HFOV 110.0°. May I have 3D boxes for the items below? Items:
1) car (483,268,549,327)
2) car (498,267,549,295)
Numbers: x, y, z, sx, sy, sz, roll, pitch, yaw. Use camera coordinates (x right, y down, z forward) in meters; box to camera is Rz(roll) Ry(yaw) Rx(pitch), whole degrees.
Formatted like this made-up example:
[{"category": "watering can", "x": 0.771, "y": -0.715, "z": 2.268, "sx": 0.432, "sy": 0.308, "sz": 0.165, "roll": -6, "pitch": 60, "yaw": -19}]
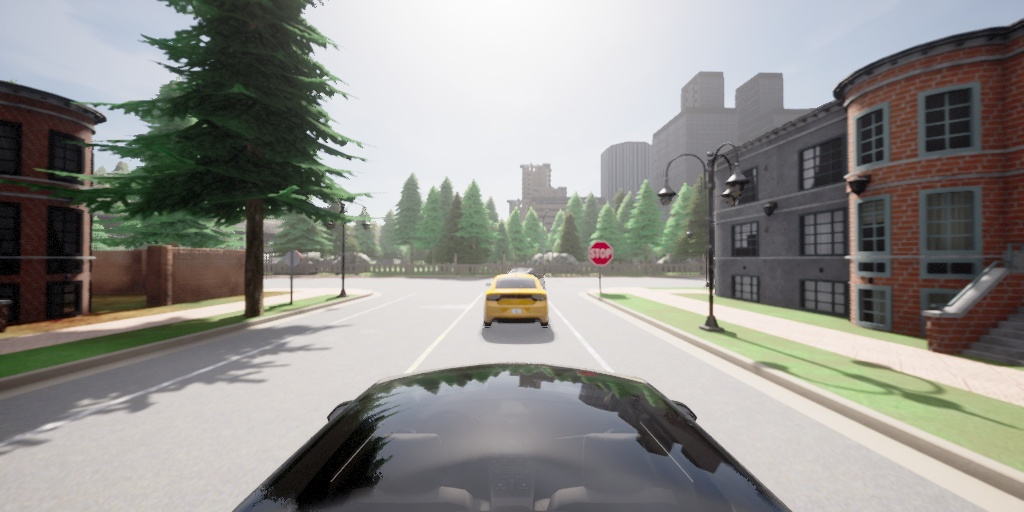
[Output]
[{"category": "car", "x": 0.116, "y": 1.342, "z": 12.049, "sx": 1.882, "sy": 1.535, "sz": 5.008, "roll": 0, "pitch": 0, "yaw": 0}, {"category": "car", "x": 0.887, "y": 1.511, "z": 23.149, "sx": 2.128, "sy": 1.511, "sz": 4.902, "roll": -1, "pitch": -1, "yaw": 16}]
